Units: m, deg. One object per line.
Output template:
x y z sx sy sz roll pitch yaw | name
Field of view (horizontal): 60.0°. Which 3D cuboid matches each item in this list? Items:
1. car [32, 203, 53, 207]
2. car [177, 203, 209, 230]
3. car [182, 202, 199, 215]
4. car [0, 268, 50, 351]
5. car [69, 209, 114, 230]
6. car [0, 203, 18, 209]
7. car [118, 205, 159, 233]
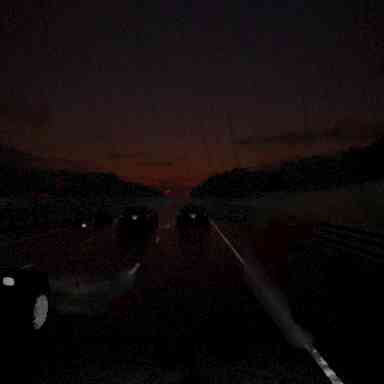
-17.760 2.029 39.466 2.033 1.411 5.357 0 -1 -1 | car
0.069 1.636 23.591 2.097 1.767 4.553 0 -1 0 | car
-0.202 2.061 41.611 2.033 1.411 5.357 0 -1 -1 | car
-3.404 1.522 3.834 1.882 1.535 5.008 0 -1 0 | car
-6.929 1.885 23.525 1.895 1.301 4.718 0 -1 0 | car
-21.229 1.925 36.756 1.882 1.535 5.008 0 -1 -1 | car
-3.425 1.616 21.996 2.097 1.767 4.553 0 -1 0 | car
